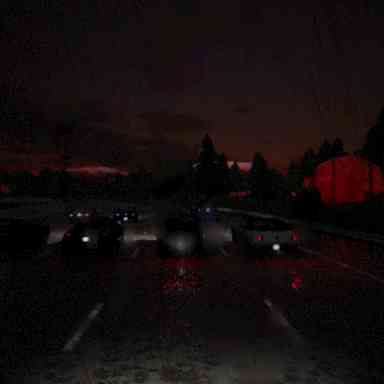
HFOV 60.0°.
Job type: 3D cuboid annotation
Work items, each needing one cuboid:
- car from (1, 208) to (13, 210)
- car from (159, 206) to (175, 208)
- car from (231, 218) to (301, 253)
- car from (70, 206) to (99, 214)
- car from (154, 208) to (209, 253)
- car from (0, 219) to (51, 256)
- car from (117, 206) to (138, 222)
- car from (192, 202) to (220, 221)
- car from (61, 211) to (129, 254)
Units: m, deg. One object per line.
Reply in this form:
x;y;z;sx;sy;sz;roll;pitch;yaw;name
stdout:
-21.452;1.931;38.097;1.837;1.490;4.892;1;0;-7;car
-2.303;1.934;30.026;1.895;1.301;4.718;0;-1;-8;car
2.949;1.760;14.431;1.895;1.301;4.718;0;-1;-4;car
-9.126;1.865;28.355;2.033;1.411;5.357;0;-1;-8;car
-0.568;1.668;14.459;1.837;1.490;4.892;0;0;-4;car
-7.532;1.757;13.757;1.895;1.301;4.718;0;-1;-4;car
-5.769;1.930;29.544;1.895;1.301;4.718;0;-1;-8;car
1.133;1.690;30.690;2.097;1.767;4.553;0;-1;-8;car
-4.056;1.725;14.231;1.994;1.385;4.181;0;-1;-4;car
